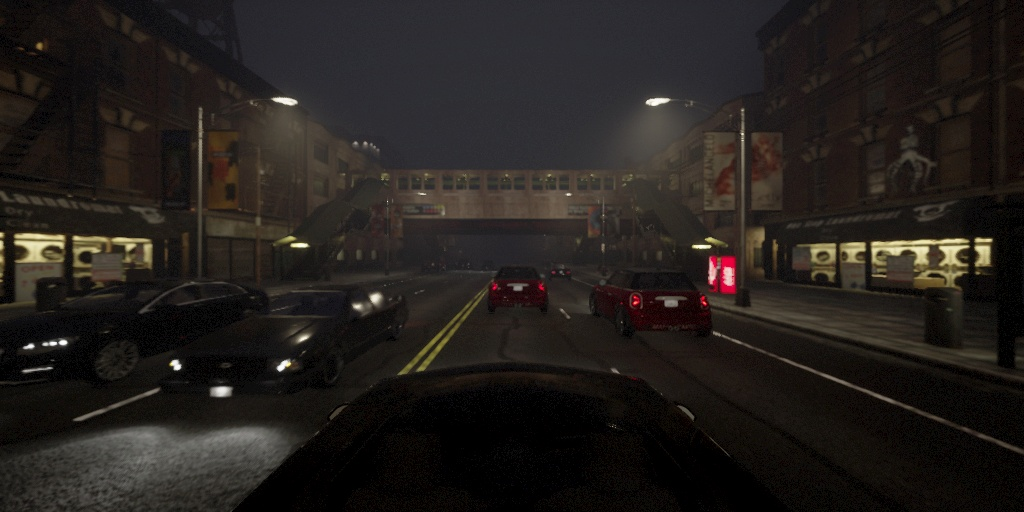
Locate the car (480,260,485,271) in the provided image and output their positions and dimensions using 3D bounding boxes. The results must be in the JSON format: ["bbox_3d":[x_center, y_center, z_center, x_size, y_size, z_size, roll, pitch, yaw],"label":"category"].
[{"bbox_3d":[-3.136,1.250,48.142,1.837,1.490,4.892,0,1,1],"label":"car"}]

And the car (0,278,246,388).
[{"bbox_3d":[-7.064,1.220,7.104,2.128,1.511,4.902,0,0,1],"label":"car"}]

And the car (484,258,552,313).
[{"bbox_3d":[0.214,1.105,14.140,2.097,1.767,4.553,0,0,0],"label":"car"}]

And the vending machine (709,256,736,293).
[{"bbox_3d":[11.028,0.983,18.855,1.100,2.100,0.880,0,0,1],"label":"vending machine"}]

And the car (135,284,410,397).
[{"bbox_3d":[-3.564,1.287,7.082,2.033,1.411,5.357,0,0,1],"label":"car"}]

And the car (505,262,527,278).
[{"bbox_3d":[0.388,1.320,34.473,1.994,1.385,4.181,0,0,0],"label":"car"}]

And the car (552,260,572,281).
[{"bbox_3d":[3.853,1.314,30.418,2.033,1.411,5.357,0,0,1],"label":"car"}]

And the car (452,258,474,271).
[{"bbox_3d":[-6.590,1.088,50.009,2.097,1.767,4.553,0,0,1],"label":"car"}]

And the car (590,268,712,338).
[{"bbox_3d":[3.685,1.115,10.393,2.097,1.767,4.553,0,0,0],"label":"car"}]
